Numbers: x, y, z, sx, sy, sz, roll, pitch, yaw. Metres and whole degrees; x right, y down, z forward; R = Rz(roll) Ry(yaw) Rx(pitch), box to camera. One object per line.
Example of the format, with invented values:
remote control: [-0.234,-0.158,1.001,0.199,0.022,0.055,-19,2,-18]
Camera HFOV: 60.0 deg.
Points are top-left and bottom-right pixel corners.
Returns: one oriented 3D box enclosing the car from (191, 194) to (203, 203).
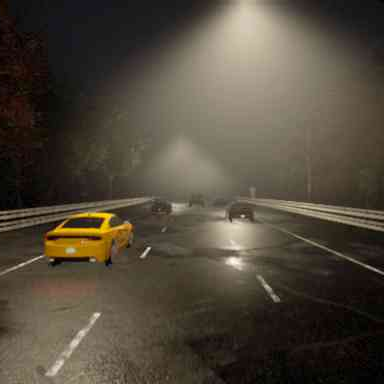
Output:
car: [1.022,1.291,65.564,2.097,1.767,4.553,0,0,2]

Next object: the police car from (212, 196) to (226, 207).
police car: [4.098,1.386,49.808,1.930,1.638,5.238,0,0,2]

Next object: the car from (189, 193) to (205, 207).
car: [0.674,1.183,49.195,2.150,2.045,5.566,0,0,1]

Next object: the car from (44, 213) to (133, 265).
car: [-3.359,1.470,11.723,1.882,1.535,5.008,0,0,0]

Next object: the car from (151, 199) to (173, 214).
car: [-3.104,1.467,34.613,2.128,1.511,4.902,0,0,1]

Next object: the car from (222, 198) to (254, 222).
car: [3.729,1.490,26.484,1.837,1.490,4.892,0,0,1]
